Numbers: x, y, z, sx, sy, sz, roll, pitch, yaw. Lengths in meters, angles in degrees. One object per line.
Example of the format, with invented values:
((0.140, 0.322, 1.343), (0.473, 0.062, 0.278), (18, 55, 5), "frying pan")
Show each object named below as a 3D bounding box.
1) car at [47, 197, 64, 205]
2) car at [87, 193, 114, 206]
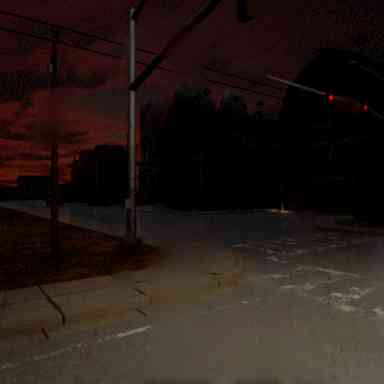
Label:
((-23.348, 1.537, 56.654), (1.994, 1.385, 4.181), (0, 0, -36), "car")
((-13.817, 1.118, 50.584), (3.866, 1.878, 1.905), (-2, 5, 11), "car")
